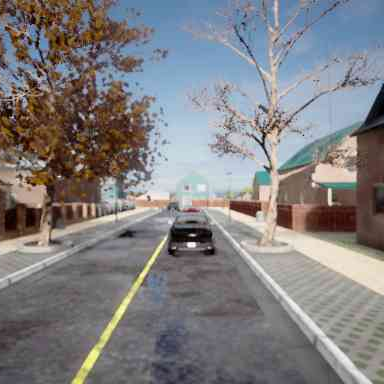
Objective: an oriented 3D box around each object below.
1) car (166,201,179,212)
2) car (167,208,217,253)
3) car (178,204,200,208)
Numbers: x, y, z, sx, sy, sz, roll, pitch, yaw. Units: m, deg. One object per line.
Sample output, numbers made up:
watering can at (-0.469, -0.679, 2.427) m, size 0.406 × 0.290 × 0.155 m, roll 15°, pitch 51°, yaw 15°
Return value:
car at (-2.793, 2.184, 50.431) m, size 1.837 × 1.490 × 4.892 m, roll 0°, pitch -1°, yaw 0°
car at (-0.007, 1.657, 14.308) m, size 1.837 × 1.490 × 4.892 m, roll 0°, pitch 0°, yaw 0°
car at (-0.018, 1.867, 29.392) m, size 1.812 × 1.442 × 4.674 m, roll 0°, pitch -1°, yaw 0°
